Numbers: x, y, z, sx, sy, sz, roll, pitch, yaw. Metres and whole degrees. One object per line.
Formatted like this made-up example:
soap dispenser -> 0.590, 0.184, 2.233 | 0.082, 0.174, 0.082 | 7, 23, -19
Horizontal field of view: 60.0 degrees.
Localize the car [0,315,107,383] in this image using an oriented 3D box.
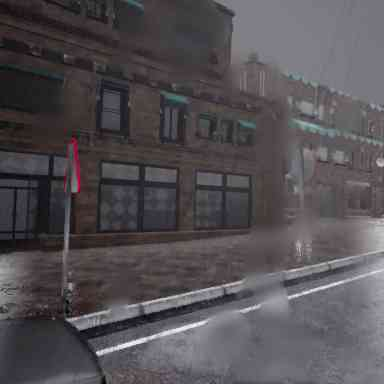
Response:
car -> -3.029, 1.547, 1.519 | 5.357, 1.411, 2.033 | 0, 0, -36
